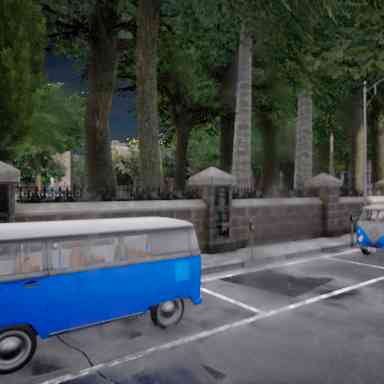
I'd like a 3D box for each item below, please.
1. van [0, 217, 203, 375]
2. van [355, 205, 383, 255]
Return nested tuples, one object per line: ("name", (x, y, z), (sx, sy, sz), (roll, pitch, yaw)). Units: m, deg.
("van", (-1.727, 1.339, 5.306), (3.998, 1.788, 1.690), (0, 0, -36))
("van", (7.476, 1.326, 11.890), (3.998, 1.788, 1.690), (0, 0, -36))
